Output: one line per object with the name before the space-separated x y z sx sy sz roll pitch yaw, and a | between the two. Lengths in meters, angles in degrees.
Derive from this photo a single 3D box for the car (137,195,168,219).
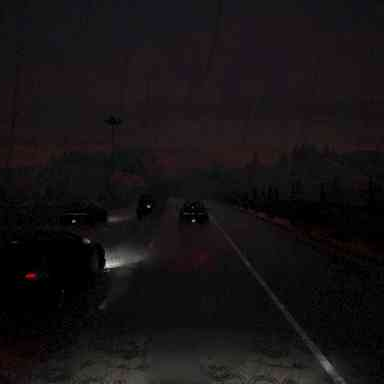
car | -3.399 1.231 28.909 2.150 2.045 5.566 0 0 0

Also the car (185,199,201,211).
car | 0.101 1.619 42.425 1.895 1.301 4.718 0 0 0

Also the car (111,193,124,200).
car | -17.496 1.331 78.078 2.150 2.045 5.566 0 0 0

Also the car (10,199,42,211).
car | -17.590 1.540 36.695 1.812 1.442 4.674 0 0 0

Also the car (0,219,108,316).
car | -3.398 1.566 7.604 1.994 1.385 4.181 0 0 0

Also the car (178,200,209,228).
car | 0.101 1.498 22.084 2.128 1.511 4.902 0 0 0

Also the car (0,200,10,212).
car | -21.089 1.578 36.818 1.994 1.385 4.181 0 0 0

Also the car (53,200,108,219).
car | -6.900 1.498 21.847 2.128 1.511 4.902 0 0 0

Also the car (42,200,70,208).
car | -14.094 1.561 36.685 2.033 1.411 5.357 0 0 0
